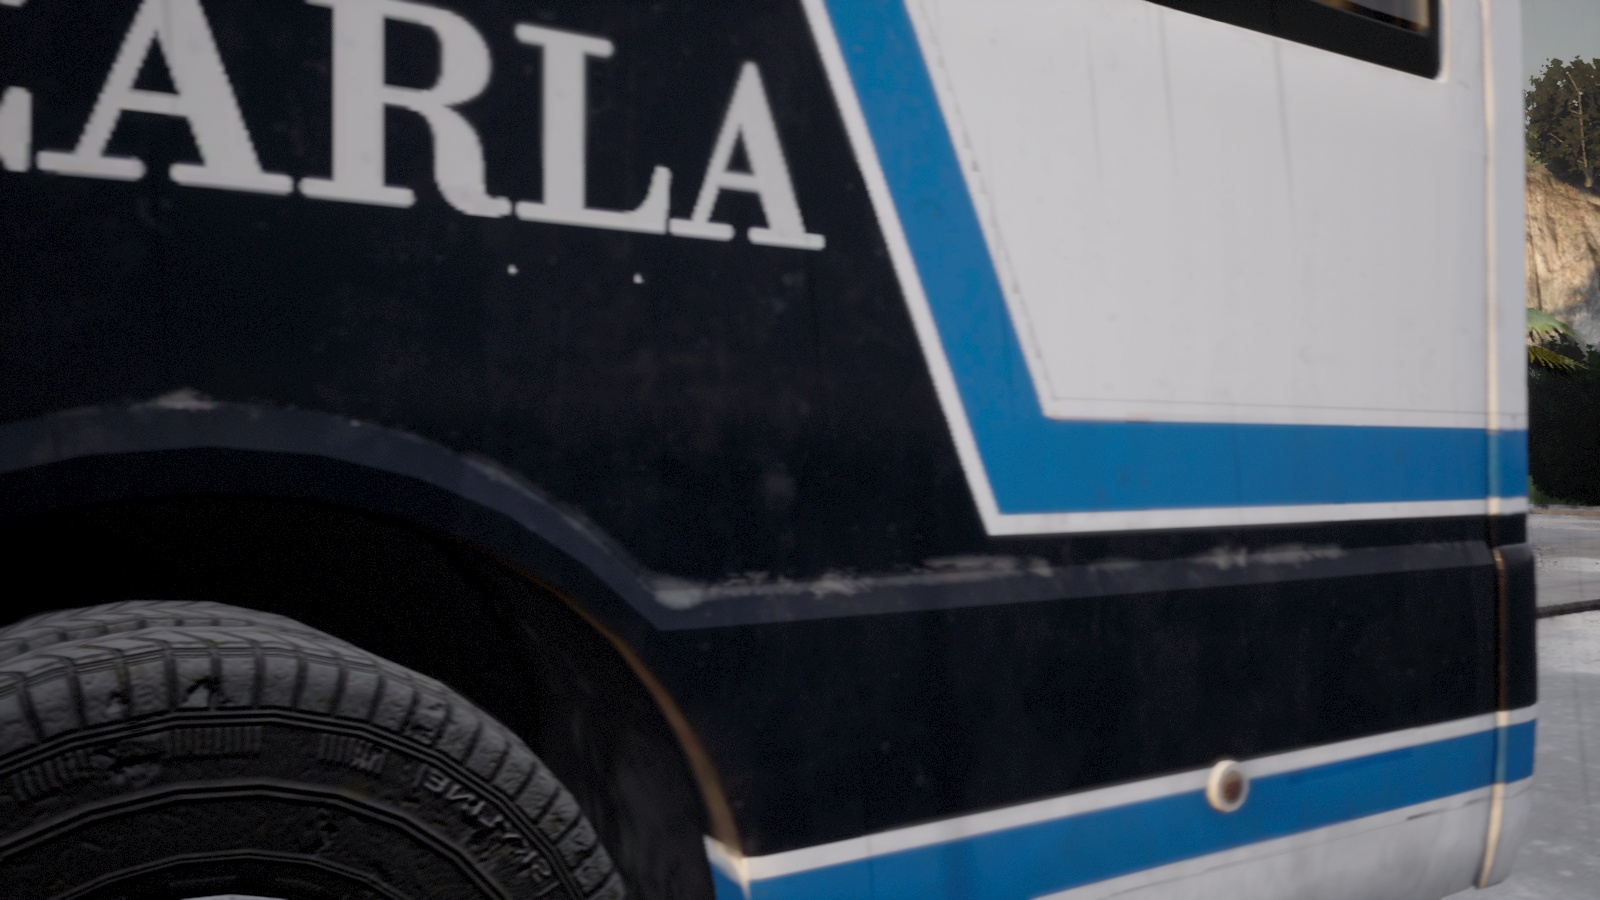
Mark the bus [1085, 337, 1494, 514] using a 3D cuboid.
[{"bbox_3d":[13.352,-0.573,35.494,3.944,4.253,10.273,0,0,-36],"label":"bus"}]

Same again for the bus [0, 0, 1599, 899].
[{"bbox_3d":[-3.785,-0.620,1.305,10.273,4.253,3.944,0,0,-32],"label":"bus"}]
